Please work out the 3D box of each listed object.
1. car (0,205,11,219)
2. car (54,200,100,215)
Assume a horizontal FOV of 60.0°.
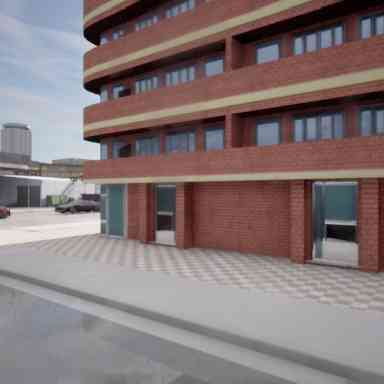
[{"bbox_3d":[-17.040,1.555,26.903,1.994,1.385,4.181,0,0,34],"label":"car"},{"bbox_3d":[-11.601,1.539,34.817,2.033,1.411,5.357,0,0,35],"label":"car"}]
